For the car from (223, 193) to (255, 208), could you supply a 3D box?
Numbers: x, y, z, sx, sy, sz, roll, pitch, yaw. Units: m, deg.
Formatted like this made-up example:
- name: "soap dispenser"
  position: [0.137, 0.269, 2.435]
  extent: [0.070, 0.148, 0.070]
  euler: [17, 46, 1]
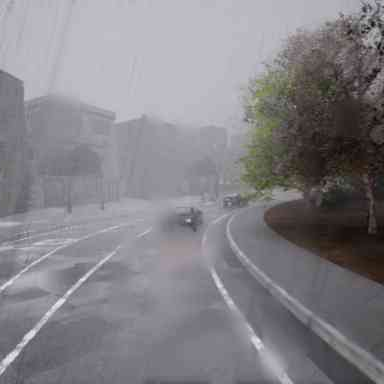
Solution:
- name: "car"
  position: [4.985, 0.841, 36.720]
  extent: [1.837, 1.490, 4.892]
  euler: [-4, 1, 27]

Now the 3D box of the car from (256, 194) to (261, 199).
- name: "car"
  position: [8.397, 0.438, 48.504]
  extent: [1.837, 1.490, 4.892]
  euler: [-4, 1, 38]

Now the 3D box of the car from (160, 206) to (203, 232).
- name: "car"
  position: [-0.465, 1.481, 19.386]
  extent: [1.895, 1.301, 4.718]
  euler: [-3, 1, 8]
